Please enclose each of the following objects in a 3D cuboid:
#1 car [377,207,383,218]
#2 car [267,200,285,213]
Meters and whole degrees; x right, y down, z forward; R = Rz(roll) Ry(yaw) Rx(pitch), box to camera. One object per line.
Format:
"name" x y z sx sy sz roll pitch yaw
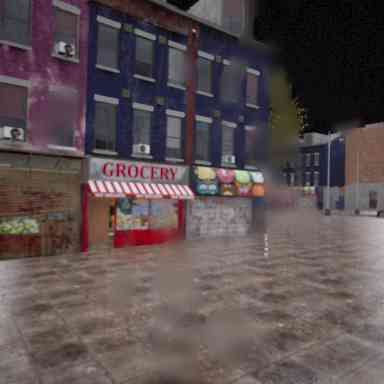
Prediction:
"car" 17.112 1.606 26.456 1.994 1.385 4.181 2 -2 -35
"car" 8.473 1.643 38.759 1.882 1.535 5.008 2 -2 -35
